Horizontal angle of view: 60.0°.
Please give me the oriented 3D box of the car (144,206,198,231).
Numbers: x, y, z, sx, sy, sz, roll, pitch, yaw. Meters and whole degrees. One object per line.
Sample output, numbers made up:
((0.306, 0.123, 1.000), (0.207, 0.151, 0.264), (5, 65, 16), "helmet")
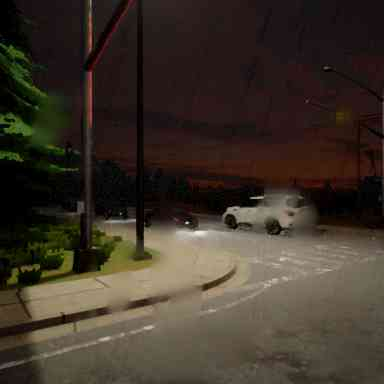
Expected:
((-1.405, 1.591, 20.710), (1.994, 1.385, 4.181), (0, 0, -34), "car")

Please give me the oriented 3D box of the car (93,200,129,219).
((-7.193, 1.532, 29.200), (1.837, 1.490, 4.892), (0, 0, -34), "car")

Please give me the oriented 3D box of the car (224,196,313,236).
((4.186, 1.249, 19.084), (2.150, 2.045, 5.566), (0, 0, -34), "car")

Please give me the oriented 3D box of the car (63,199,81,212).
((-13.639, 1.504, 38.674), (1.882, 1.535, 5.008), (0, 0, -34), "car")
